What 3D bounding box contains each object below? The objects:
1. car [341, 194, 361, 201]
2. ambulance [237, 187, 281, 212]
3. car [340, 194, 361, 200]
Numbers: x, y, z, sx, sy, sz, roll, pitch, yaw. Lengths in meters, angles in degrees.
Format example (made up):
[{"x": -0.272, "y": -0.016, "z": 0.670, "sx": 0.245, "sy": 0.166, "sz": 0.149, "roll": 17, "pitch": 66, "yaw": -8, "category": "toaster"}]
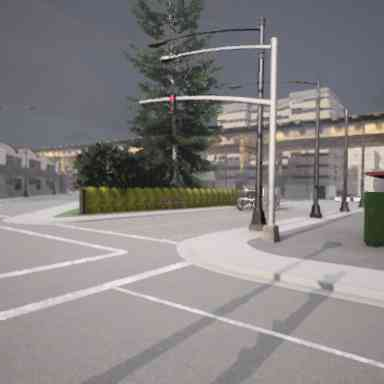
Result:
[{"x": 33.778, "y": 1.163, "z": 70.994, "sx": 4.974, "sy": 1.542, "sz": 2.038, "roll": 1, "pitch": 1, "yaw": -29, "category": "car"}, {"x": 6.786, "y": 0.689, "z": 33.678, "sx": 2.351, "sy": 2.431, "sz": 6.366, "roll": 1, "pitch": 1, "yaw": 36, "category": "ambulance"}, {"x": 33.826, "y": 1.006, "z": 71.018, "sx": 4.536, "sy": 1.218, "sz": 1.853, "roll": 1, "pitch": 1, "yaw": -29, "category": "car"}]
